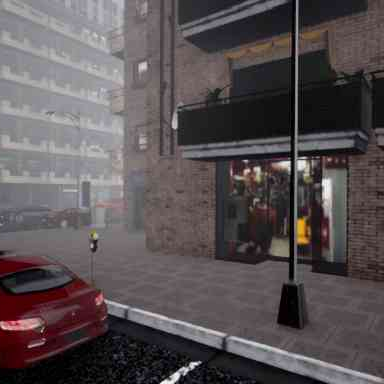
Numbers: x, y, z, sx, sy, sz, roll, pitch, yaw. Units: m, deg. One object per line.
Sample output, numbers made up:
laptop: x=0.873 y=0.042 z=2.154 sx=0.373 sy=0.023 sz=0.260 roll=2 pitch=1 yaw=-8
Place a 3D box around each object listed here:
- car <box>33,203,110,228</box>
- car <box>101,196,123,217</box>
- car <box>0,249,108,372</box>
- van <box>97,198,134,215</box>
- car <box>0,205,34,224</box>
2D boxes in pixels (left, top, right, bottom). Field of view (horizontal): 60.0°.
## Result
car: x=-8.461 y=1.755 z=23.702 sx=1.887 sy=1.381 sz=4.507 roll=0 pitch=-1 yaw=36
car: x=-7.761 y=1.485 z=34.612 sx=2.150 sy=2.045 sz=5.566 roll=1 pitch=0 yaw=36
car: x=-3.085 y=1.582 z=5.205 sx=4.206 sy=1.307 sz=1.802 roll=0 pitch=0 yaw=36
van: x=-8.636 y=1.606 z=37.821 sx=1.690 sy=1.788 sz=3.998 roll=0 pitch=-1 yaw=36
car: x=-13.244 y=1.727 z=26.979 sx=1.994 sy=1.385 sz=4.181 roll=1 pitch=0 yaw=36
